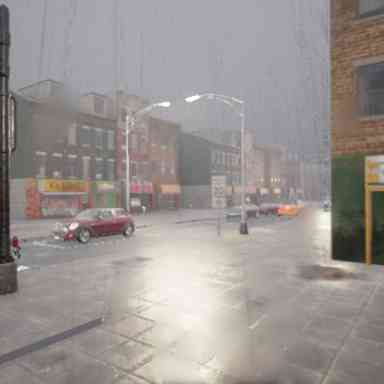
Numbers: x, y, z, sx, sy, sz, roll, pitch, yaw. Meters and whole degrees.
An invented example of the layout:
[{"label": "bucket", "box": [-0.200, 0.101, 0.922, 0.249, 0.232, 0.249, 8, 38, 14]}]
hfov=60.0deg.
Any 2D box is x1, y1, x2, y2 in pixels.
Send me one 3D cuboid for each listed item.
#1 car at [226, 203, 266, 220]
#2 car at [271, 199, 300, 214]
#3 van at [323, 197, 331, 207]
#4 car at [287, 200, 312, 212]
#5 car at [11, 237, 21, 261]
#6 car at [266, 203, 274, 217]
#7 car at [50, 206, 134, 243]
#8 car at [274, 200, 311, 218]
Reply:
[{"label": "car", "box": [4.597, 1.732, 29.739, 2.008, 1.369, 4.403, -1, -1, 35]}, {"label": "car", "box": [10.888, 1.684, 38.601, 1.967, 1.590, 4.097, -1, -1, 35]}, {"label": "van", "box": [23.471, 1.716, 56.324, 1.690, 1.788, 3.998, -1, -1, 35]}, {"label": "car", "box": [13.936, 1.800, 42.892, 1.752, 1.417, 4.829, -1, -1, 35]}, {"label": "car", "box": [-6.303, 1.633, 8.595, 1.895, 1.301, 4.718, 0, 0, -4]}, {"label": "car", "box": [7.742, 1.757, 34.169, 1.887, 1.381, 4.507, -1, -1, 35]}, {"label": "car", "box": [-4.842, 1.531, 16.449, 1.967, 1.590, 4.097, -1, -1, 35]}, {"label": "car", "box": [10.181, 1.555, 32.871, 2.097, 1.767, 4.553, 0, 0, 35]}]
